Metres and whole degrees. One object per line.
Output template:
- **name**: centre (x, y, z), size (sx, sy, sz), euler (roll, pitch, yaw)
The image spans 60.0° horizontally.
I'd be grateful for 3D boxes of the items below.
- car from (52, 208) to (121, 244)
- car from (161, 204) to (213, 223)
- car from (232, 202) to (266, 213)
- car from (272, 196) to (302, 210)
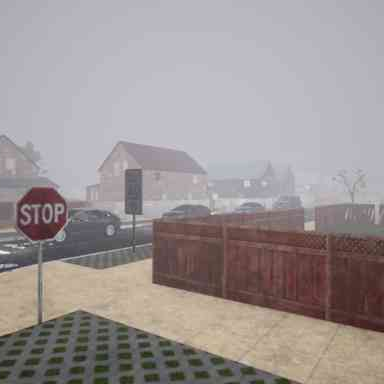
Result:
- **car**: centre (-5.743, 1.572, 16.545), size (1.837, 1.490, 4.892), euler (0, 0, 35)
- **car**: centre (-0.289, 1.628, 24.213), size (1.837, 1.490, 4.892), euler (0, 0, 36)
- **car**: centre (5.697, 1.715, 32.629), size (1.812, 1.442, 4.674), euler (0, 0, 36)
- **car**: centre (11.895, 1.483, 41.279), size (2.150, 2.045, 5.566), euler (0, 0, 35)
